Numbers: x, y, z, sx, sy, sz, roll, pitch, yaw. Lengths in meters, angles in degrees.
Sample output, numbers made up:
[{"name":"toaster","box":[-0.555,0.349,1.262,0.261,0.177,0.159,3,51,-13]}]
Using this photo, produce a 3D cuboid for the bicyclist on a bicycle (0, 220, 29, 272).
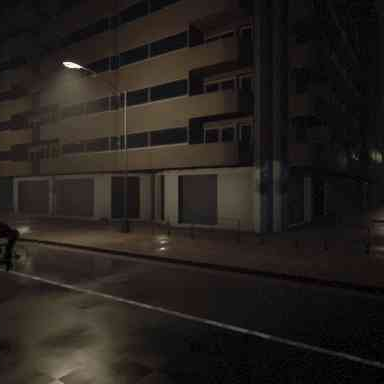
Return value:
[{"name":"bicyclist on a bicycle","box":[-5.380,1.451,9.306,0.582,1.620,1.656,0,2,34]}]
